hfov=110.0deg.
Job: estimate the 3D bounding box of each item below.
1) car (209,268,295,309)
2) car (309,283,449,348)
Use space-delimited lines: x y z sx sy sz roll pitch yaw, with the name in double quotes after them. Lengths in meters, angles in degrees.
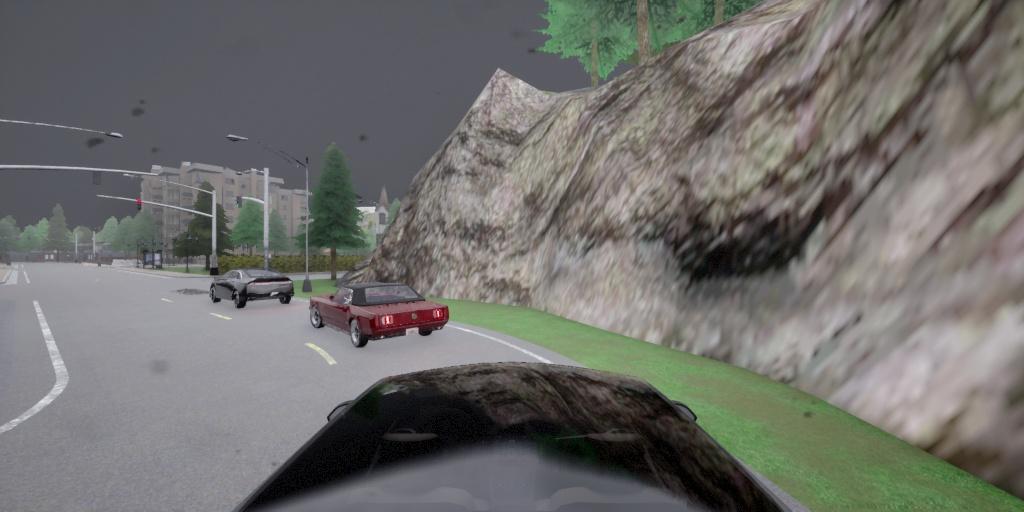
-11.016 1.242 15.103 4.902 1.511 2.128 0 0 36 "car"
-3.713 1.351 9.393 1.895 1.301 4.718 0 0 -44 "car"
